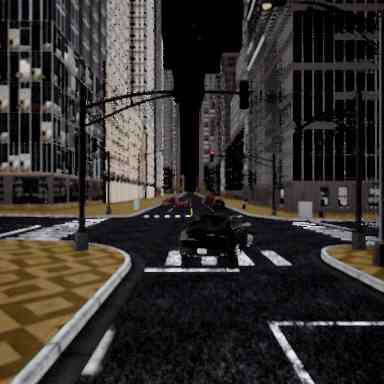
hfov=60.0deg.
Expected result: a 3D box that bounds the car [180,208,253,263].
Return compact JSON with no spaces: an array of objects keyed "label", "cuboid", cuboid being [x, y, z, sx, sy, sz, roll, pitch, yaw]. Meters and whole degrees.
[{"label":"car","cuboid":[1.008,1.547,12.308,1.837,1.490,4.892,-1,-1,17]}]

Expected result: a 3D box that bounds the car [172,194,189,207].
[{"label":"car","cuboid":[-1.591,1.513,53.009,2.097,1.767,4.553,0,0,0]}]

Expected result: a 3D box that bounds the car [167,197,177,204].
[{"label":"car","cuboid":[-4.185,1.765,70.938,1.947,1.339,4.313,0,0,0]}]

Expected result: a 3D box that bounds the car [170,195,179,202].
[{"label":"car","cuboid":[-4.247,1.659,81.994,1.967,1.590,4.097,0,0,0]}]

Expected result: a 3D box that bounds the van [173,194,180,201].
[{"label":"van","cuboid":[-4.309,1.579,93.049,1.690,1.788,3.998,0,0,0]}]

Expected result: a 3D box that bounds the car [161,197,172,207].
[{"label":"car","cuboid":[-4.092,1.747,54.355,1.802,1.307,4.206,0,0,0]}]

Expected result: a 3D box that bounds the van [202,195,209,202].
[{"label":"van","cuboid":[3.602,1.569,87.565,1.690,1.788,3.998,0,0,0]}]

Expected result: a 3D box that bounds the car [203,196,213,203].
[{"label":"car","cuboid":[3.664,1.649,76.510,1.967,1.590,4.097,0,0,0]}]

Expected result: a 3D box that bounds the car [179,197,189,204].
[{"label":"car","cuboid":[-1.607,1.735,68.619,2.033,1.411,5.357,0,0,0]}]

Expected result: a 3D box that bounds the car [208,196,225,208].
[{"label":"car","cuboid":[3.868,1.718,48.873,1.947,1.339,4.313,0,0,0]}]

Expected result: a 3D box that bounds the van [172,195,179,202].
[{"label":"van","cuboid":[-4.278,1.569,87.521,1.690,1.788,3.998,0,0,0]}]

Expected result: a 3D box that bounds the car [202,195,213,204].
[{"label":"car","cuboid":[3.695,1.514,70.982,2.192,1.841,5.009,0,0,0]}]
